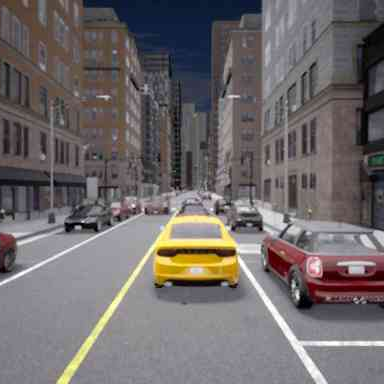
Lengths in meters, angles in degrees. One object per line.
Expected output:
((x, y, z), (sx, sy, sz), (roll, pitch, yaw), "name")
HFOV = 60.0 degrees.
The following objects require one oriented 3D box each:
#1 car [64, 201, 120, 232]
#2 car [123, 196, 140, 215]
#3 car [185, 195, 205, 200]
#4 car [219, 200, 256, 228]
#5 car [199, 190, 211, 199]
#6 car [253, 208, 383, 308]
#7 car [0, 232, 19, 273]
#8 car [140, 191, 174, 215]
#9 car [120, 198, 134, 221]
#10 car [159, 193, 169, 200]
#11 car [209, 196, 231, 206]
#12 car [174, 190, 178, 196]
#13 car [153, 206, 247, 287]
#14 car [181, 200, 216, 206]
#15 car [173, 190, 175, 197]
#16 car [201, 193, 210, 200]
((-5.662, 1.380, 18.720), (1.947, 1.339, 4.313), (0, 1, 0), "car")
((-5.657, 1.148, 29.721), (1.967, 1.590, 4.097), (0, 1, 0), "car")
((0.013, 1.236, 29.446), (1.812, 1.442, 4.674), (0, 1, 2), "car")
((2.863, 1.364, 18.715), (2.008, 1.369, 4.403), (0, 1, 0), "car")
((2.923, 0.819, 66.805), (1.967, 1.590, 4.097), (0, 0, 0), "car")
((2.857, 1.362, 7.712), (1.967, 1.590, 4.097), (0, 1, 0), "car")
((-5.668, 1.504, 7.718), (1.802, 1.307, 4.206), (0, 1, 0), "car")
((-2.997, 1.057, 29.756), (2.097, 1.767, 4.553), (0, 1, 0), "car")
((-5.659, 1.343, 24.221), (1.802, 1.307, 4.206), (0, 1, 0), "car")
((-5.602, 0.962, 66.824), (1.802, 1.307, 4.206), (0, 0, 0), "car")
((2.869, 1.273, 29.717), (1.947, 1.339, 4.313), (0, 1, 0), "car")
((-5.539, 0.707, 93.695), (1.752, 1.417, 4.829), (0, 0, 0), "car")
((0.095, 1.386, 9.081), (1.882, 1.535, 5.008), (0, 1, 0), "car")
((0.116, 1.370, 19.535), (1.994, 1.385, 4.181), (0, 1, -1), "car")
((-5.576, 0.845, 77.640), (2.008, 1.369, 4.403), (0, 0, 0), "car")
((2.936, 0.860, 72.385), (1.752, 1.417, 4.829), (0, 0, 0), "car")
